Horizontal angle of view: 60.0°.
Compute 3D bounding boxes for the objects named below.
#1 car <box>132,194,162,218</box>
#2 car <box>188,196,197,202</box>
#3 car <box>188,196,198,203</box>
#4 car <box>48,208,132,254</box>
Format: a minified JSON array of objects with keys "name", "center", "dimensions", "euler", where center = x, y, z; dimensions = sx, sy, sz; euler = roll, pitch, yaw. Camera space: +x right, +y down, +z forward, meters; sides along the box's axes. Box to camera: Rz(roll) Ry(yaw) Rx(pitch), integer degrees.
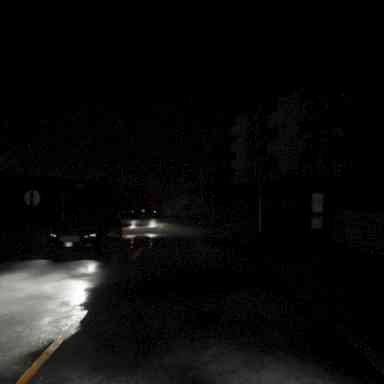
[{"name":"car","center":[-3.960,1.210,29.990],"dimensions":[2.150,2.045,5.566],"euler":[0,0,1]},{"name":"car","center":[0.155,1.536,78.209],"dimensions":[1.895,1.301,4.718],"euler":[0,0,0]},{"name":"car","center":[0.134,1.570,68.178],"dimensions":[1.994,1.385,4.181],"euler":[0,0,0]},{"name":"car","center":[-4.074,1.471,13.430],"dimensions":[2.128,1.511,4.902],"euler":[0,0,0]}]
